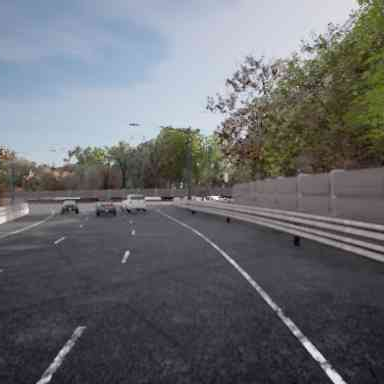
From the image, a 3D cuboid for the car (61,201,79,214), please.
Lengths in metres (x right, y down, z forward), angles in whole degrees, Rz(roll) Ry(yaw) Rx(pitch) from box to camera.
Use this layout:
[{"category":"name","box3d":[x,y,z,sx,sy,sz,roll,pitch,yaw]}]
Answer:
[{"category":"car","box3d":[-14.608,1.772,39.753,1.812,1.442,4.674,-1,0,-21]}]

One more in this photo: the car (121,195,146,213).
[{"category":"car","box3d":[-6.985,1.352,39.565,2.150,2.045,5.566,-1,0,-21]}]

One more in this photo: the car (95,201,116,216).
[{"category":"car","box3d":[-8.955,1.648,34.343,2.128,1.511,4.902,-1,0,-18]}]
